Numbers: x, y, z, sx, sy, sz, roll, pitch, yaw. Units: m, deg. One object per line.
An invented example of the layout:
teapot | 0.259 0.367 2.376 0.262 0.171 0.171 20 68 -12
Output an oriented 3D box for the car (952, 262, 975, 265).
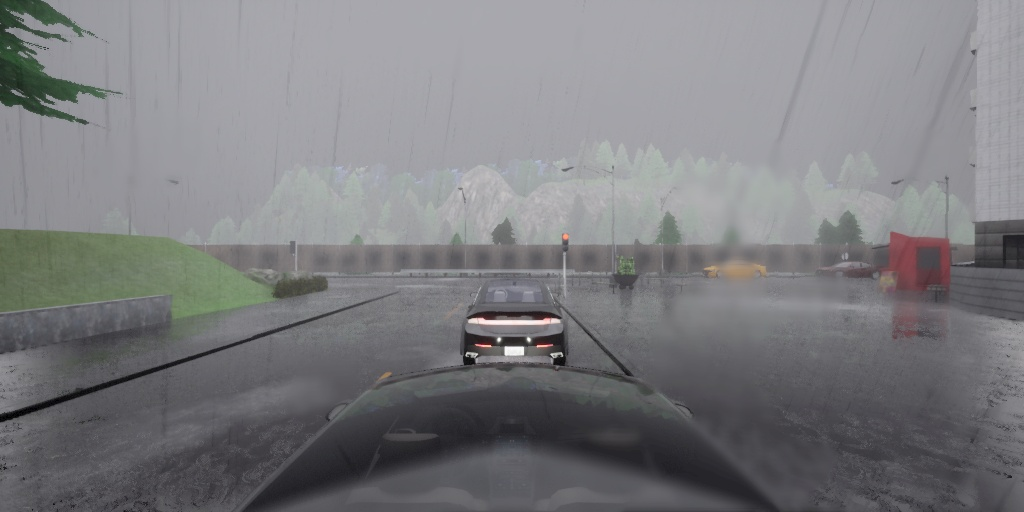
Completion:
car | 39.795 1.255 31.194 4.892 1.490 1.837 0 0 0

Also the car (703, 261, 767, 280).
car | 19.346 1.227 31.208 5.008 1.535 1.882 0 0 0

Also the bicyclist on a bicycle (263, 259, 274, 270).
bicyclist on a bicycle | -24.032 1.099 35.380 0.582 1.620 1.656 0 0 0

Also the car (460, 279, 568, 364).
car | 0.052 1.241 7.907 2.128 1.511 4.902 0 0 0

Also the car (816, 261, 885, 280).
car | 29.394 1.227 31.211 5.008 1.535 1.882 0 0 0
